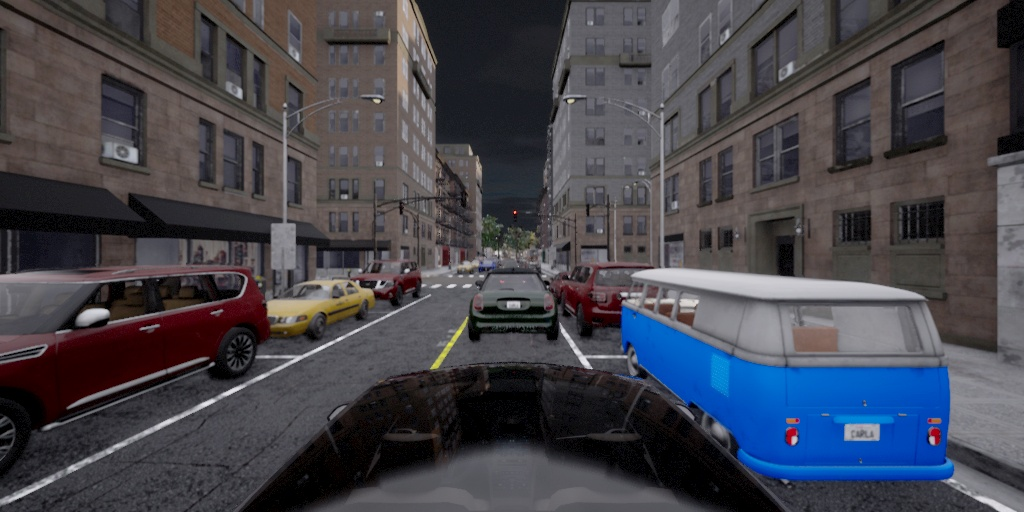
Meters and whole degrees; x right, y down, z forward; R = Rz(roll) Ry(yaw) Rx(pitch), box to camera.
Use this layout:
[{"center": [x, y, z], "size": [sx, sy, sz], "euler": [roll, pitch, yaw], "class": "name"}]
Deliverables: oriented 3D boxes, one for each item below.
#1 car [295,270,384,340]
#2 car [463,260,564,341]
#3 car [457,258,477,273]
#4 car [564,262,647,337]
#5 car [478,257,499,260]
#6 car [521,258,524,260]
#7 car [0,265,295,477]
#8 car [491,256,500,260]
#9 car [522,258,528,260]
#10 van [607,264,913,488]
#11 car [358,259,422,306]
[{"center": [-5.415, 1.274, 10.045], "size": [1.751, 1.417, 4.829], "euler": [0, 0, 0], "class": "car"}, {"center": [0.018, 1.101, 10.056], "size": [2.097, 1.767, 4.553], "euler": [0, 0, 0], "class": "car"}, {"center": [-5.494, 1.267, 42.731], "size": [1.751, 1.417, 4.829], "euler": [0, 0, 0], "class": "car"}, {"center": [2.622, 1.063, 10.229], "size": [2.192, 1.841, 5.009], "euler": [0, 0, 0], "class": "car"}, {"center": [-2.922, 1.219, 43.149], "size": [1.882, 1.535, 5.008], "euler": [0, 0, 0], "class": "car"}, {"center": [2.549, 1.286, 48.398], "size": [1.888, 1.381, 4.507], "euler": [0, 0, 0], "class": "car"}, {"center": [-5.403, 1.064, 4.537], "size": [2.192, 1.841, 5.009], "euler": [0, 0, 0], "class": "car"}, {"center": [-2.940, 1.232, 54.891], "size": [2.128, 1.511, 4.902], "euler": [0, 0, 0], "class": "car"}, {"center": [2.559, 1.292, 42.917], "size": [2.007, 1.370, 4.403], "euler": [0, 0, 0], "class": "car"}, {"center": [2.633, 1.090, 4.551], "size": [1.690, 1.789, 3.998], "euler": [0, 0, 0], "class": "van"}, {"center": [-5.427, 1.062, 15.894], "size": [2.192, 1.841, 5.009], "euler": [0, 0, 0], "class": "car"}]
